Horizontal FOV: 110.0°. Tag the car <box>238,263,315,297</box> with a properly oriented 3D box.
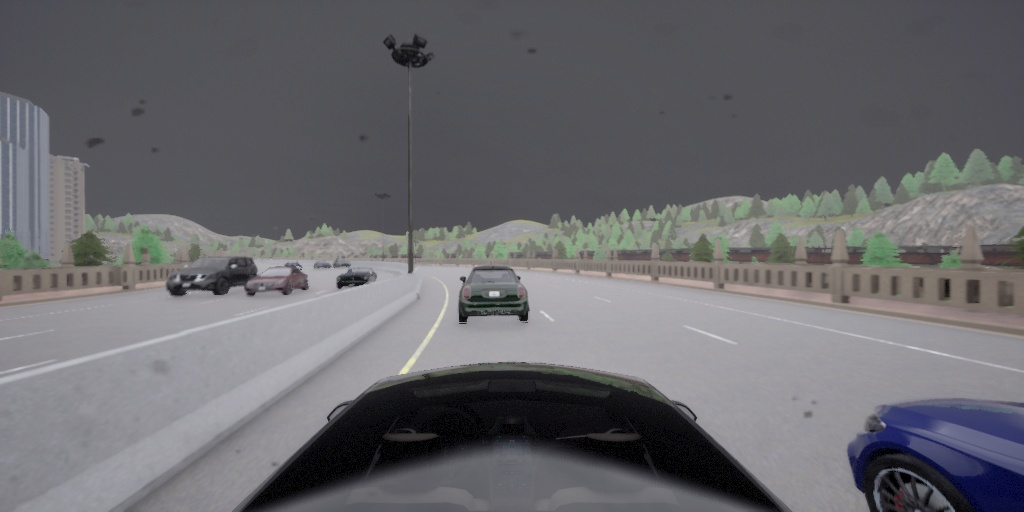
[{"bbox_3d":[-12.732,1.331,19.785,1.812,1.442,4.674,0,0,-13],"label":"car"}]

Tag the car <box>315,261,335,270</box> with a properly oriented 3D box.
[{"bbox_3d":[-30.159,1.427,57.009,2.033,1.411,5.357,0,0,-37],"label":"car"}]

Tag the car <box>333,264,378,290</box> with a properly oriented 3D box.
[{"bbox_3d":[-9.872,1.394,23.089,1.895,1.301,4.718,0,0,-14],"label":"car"}]

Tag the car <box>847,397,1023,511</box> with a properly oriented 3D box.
[{"bbox_3d":[3.444,1.261,0.721,1.812,1.442,4.674,0,0,0],"label":"car"}]

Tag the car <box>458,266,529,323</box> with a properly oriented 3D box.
[{"bbox_3d":[-0.717,1.106,12.354,2.097,1.767,4.553,0,0,-6],"label":"car"}]

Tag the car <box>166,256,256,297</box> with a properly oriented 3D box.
[{"bbox_3d":[-16.326,1.042,19.994,2.150,2.045,5.566,0,0,-13],"label":"car"}]
